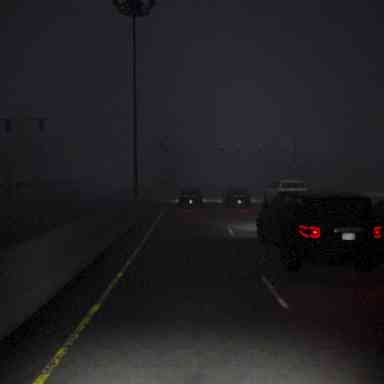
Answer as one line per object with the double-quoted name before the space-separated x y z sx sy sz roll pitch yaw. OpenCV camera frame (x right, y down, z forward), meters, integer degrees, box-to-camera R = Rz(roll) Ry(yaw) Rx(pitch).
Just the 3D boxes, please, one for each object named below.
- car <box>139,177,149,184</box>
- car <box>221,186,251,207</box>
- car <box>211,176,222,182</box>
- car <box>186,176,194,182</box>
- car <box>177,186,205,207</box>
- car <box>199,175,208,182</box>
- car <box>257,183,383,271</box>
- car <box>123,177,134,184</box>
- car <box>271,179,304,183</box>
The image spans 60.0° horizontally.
"car" -10.882 -2.689 75.380 1.882 1.535 5.008 0 3 0
"car" 3.420 0.277 26.164 1.837 1.490 4.892 0 4 0
"car" 6.556 -3.531 87.335 2.097 1.767 4.553 0 3 0
"car" -0.439 -3.278 86.474 1.994 1.385 4.181 0 3 0
"car" -0.080 0.275 26.219 1.837 1.490 4.892 0 4 0
"car" 3.063 -3.296 86.109 2.128 1.511 4.902 0 3 0
"car" 3.488 0.934 10.082 2.150 2.045 5.566 0 3 0
"car" -14.382 -2.613 75.366 1.994 1.385 4.181 0 3 0
"car" 6.913 0.060 25.048 2.150 2.045 5.566 0 4 0
